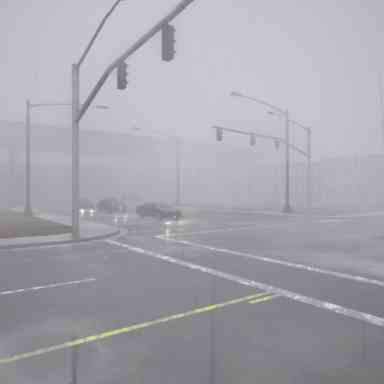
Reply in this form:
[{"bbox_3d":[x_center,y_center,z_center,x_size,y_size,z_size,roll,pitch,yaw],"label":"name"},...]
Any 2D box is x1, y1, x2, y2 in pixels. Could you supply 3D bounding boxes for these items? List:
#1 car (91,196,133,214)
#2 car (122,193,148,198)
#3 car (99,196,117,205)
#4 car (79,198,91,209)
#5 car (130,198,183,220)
[{"bbox_3d":[-8.798,1.487,36.209,2.128,1.511,4.902,0,0,-36],"label":"car"},{"bbox_3d":[-12.337,1.214,69.347,2.150,2.045,5.566,0,0,30],"label":"car"},{"bbox_3d":[-15.028,1.519,59.780,1.812,1.442,4.674,0,0,3],"label":"car"},{"bbox_3d":[-14.505,1.560,44.358,1.994,1.385,4.181,0,0,-32],"label":"car"},{"bbox_3d":[-2.927,1.543,28.220,2.033,1.411,5.357,0,0,-36],"label":"car"}]
